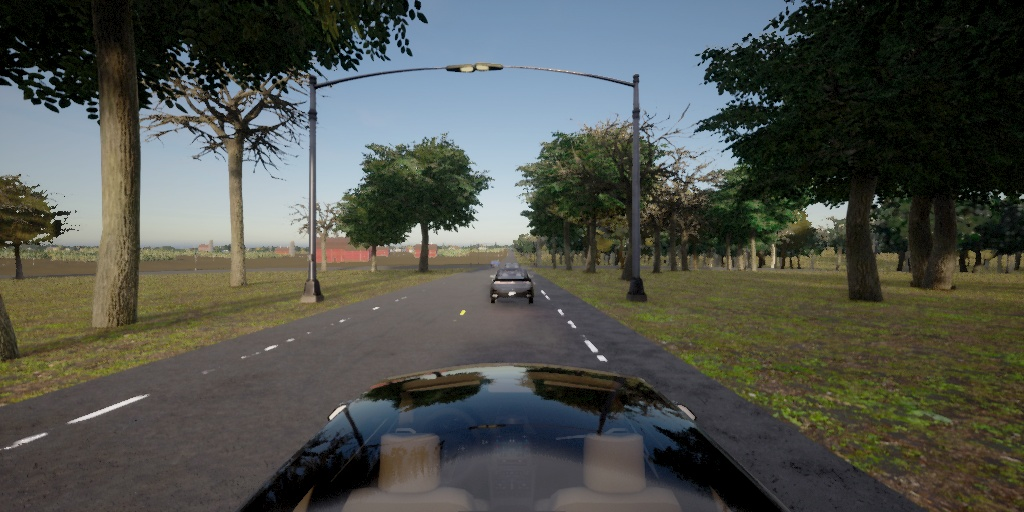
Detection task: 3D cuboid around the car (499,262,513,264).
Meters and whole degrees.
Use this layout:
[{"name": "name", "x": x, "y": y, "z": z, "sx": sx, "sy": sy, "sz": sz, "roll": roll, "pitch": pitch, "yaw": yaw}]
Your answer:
[{"name": "car", "x": 0.000, "y": 1.395, "z": 31.512, "sx": 1.837, "sy": 1.490, "sz": 4.892, "roll": 0, "pitch": 0, "yaw": 0}]

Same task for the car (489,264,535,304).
[{"name": "car", "x": 0.000, "y": 1.283, "z": 16.504, "sx": 2.128, "sy": 1.511, "sz": 4.902, "roll": 0, "pitch": 0, "yaw": 0}]
